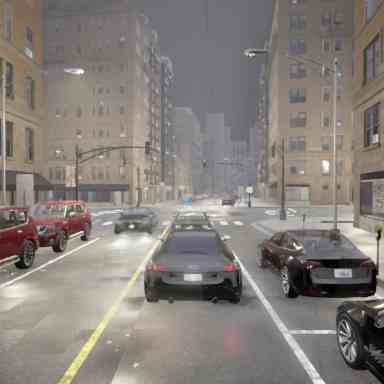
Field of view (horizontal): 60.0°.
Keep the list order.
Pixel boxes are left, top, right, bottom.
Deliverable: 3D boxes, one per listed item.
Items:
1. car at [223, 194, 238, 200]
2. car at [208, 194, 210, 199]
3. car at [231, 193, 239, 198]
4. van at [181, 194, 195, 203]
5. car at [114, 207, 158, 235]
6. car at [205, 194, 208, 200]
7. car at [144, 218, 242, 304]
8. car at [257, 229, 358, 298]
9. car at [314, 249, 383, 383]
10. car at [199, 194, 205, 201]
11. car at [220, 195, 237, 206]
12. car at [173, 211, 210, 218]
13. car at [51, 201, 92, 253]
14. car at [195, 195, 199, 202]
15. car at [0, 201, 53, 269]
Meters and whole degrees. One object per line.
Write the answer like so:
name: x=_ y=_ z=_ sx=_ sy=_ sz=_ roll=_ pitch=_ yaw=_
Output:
car: x=7.346 y=1.487 z=63.533 sx=1.947 sy=1.339 sz=4.313 roll=0 pitch=0 yaw=9
car: x=3.124 y=1.309 z=91.998 sx=1.967 sy=1.590 sz=4.097 roll=0 pitch=0 yaw=9
car: x=10.708 y=1.202 z=85.261 sx=2.192 sy=1.841 sz=5.009 roll=0 pitch=0 yaw=9
van: x=-1.081 y=1.249 z=64.836 sx=1.690 sy=1.788 sz=3.998 roll=0 pitch=0 yaw=9
car: x=-3.033 y=1.558 z=18.694 sx=1.994 sy=1.385 sz=4.181 roll=0 pitch=0 yaw=0
car: x=2.284 y=1.455 z=86.565 sx=1.802 sy=1.307 sz=4.206 roll=0 pitch=0 yaw=9
car: x=0.038 y=1.562 z=8.212 sx=1.994 sy=1.385 sz=4.181 roll=0 pitch=0 yaw=0
car: x=2.841 y=1.564 z=8.329 sx=1.947 sy=1.339 sz=4.313 roll=-1 pitch=0 yaw=0
car: x=2.851 y=1.565 z=2.822 sx=1.947 sy=1.339 sz=4.313 roll=-1 pitch=0 yaw=0
car: x=1.417 y=1.405 z=80.965 sx=1.752 sy=1.417 sz=4.829 roll=0 pitch=0 yaw=9
car: x=5.663 y=1.513 z=52.668 sx=1.947 sy=1.339 sz=4.313 roll=0 pitch=0 yaw=9
car: x=-0.023 y=1.595 z=17.026 sx=1.895 sy=1.301 sz=4.718 roll=0 pitch=0 yaw=0
car: x=-5.696 y=1.311 z=13.815 sx=2.192 sy=1.841 sz=5.009 roll=-1 pitch=0 yaw=0
car: x=-0.239 y=1.337 z=70.269 sx=1.967 sy=1.590 sz=4.097 roll=0 pitch=0 yaw=9
car: x=-5.687 y=1.313 z=8.307 sx=2.192 sy=1.841 sz=5.009 roll=-1 pitch=0 yaw=0
